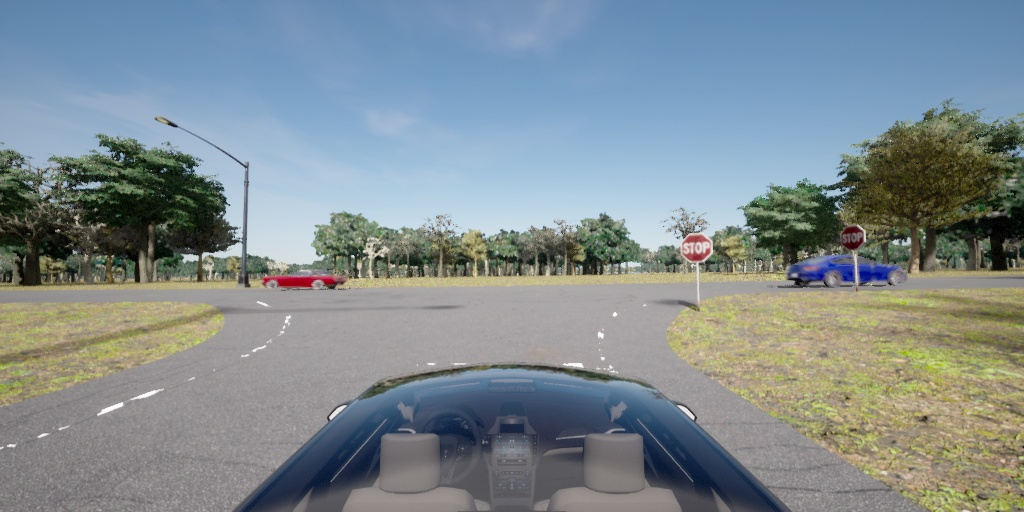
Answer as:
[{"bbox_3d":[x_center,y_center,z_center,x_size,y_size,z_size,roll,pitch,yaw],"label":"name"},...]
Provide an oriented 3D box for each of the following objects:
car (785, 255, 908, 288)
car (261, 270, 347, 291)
[{"bbox_3d":[15.260,0.681,16.535,4.674,1.442,1.812,-1,-3,-1],"label":"car"},{"bbox_3d":[-13.417,1.557,23.244,4.718,1.301,1.895,-1,-3,1],"label":"car"}]
